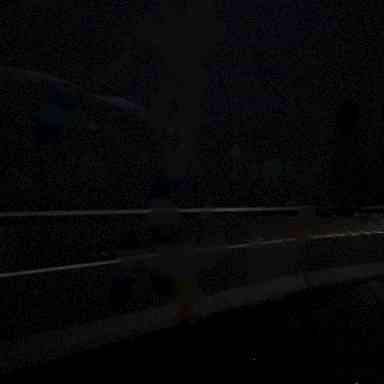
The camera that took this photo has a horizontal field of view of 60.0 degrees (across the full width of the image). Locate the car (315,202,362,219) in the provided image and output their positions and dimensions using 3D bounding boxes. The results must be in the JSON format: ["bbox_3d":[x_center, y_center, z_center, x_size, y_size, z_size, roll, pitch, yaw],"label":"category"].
[{"bbox_3d":[14.127,1.719,32.056,5.008,1.535,1.882,1,0,-25],"label":"car"}]
